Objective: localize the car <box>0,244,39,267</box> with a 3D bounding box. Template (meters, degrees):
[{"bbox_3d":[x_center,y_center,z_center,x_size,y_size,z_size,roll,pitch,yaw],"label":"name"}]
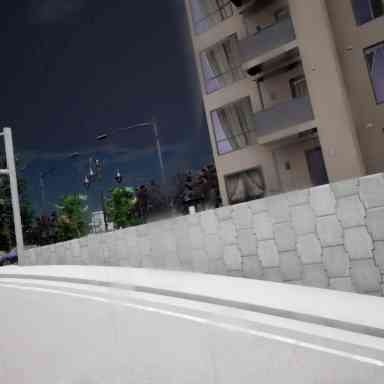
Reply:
[{"bbox_3d":[-15.559,5.661,29.616,2.097,1.767,4.553,-15,-9,35],"label":"car"}]
